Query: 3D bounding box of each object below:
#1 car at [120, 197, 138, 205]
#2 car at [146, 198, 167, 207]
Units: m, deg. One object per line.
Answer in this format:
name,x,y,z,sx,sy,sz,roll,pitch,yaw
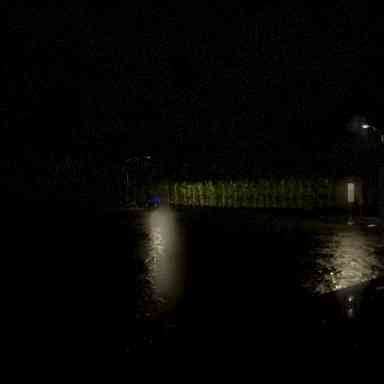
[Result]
car,-11.825,1.683,62.105,1.837,1.490,4.892,-1,0,-36
car,-5.747,1.663,53.911,1.812,1.442,4.674,-1,0,-36
